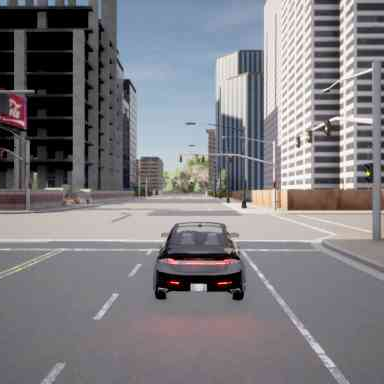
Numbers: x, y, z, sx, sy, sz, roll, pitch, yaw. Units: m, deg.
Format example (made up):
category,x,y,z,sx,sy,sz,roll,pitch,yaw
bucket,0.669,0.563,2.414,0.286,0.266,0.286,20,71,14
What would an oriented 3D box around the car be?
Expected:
category,x,y,z,sx,sy,sz,roll,pitch,yaw
car,0.199,1.492,8.365,2.128,1.511,4.902,0,0,2
